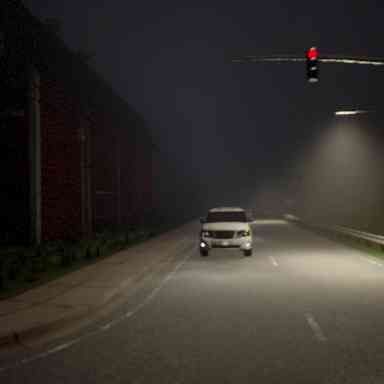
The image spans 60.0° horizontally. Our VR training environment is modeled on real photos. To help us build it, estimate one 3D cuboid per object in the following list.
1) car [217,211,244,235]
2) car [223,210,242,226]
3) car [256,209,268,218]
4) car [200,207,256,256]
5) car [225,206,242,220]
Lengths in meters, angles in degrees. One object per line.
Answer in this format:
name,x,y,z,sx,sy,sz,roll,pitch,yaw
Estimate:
car,3.039,2.349,25.838,1.882,1.535,5.008,-2,-2,8
car,4.328,2.680,35.276,1.837,1.490,4.892,-2,-2,8
car,9.818,3.108,48.266,1.895,1.301,4.718,-2,-2,8
car,1.687,1.775,15.968,2.150,2.045,5.566,-2,-2,8
car,5.719,2.849,45.275,2.097,1.767,4.553,-2,-2,8
